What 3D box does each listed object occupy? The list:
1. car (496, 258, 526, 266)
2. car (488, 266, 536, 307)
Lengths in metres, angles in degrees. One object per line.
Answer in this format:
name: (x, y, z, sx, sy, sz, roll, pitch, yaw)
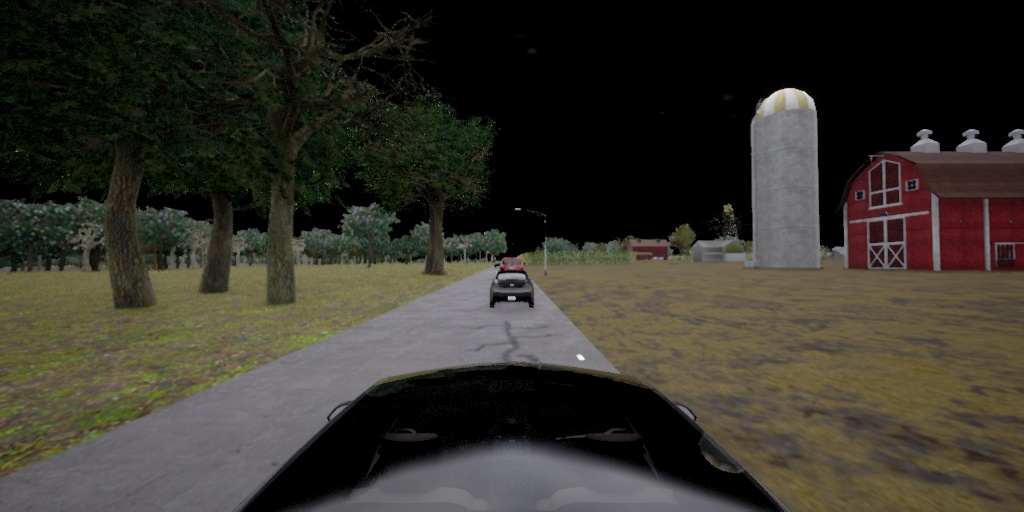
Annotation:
car: (-0.008, 1.171, 30.880, 2.150, 2.045, 5.566, 0, 0, 0)
car: (0.000, 1.371, 16.148, 1.837, 1.490, 4.892, 0, 0, 0)
